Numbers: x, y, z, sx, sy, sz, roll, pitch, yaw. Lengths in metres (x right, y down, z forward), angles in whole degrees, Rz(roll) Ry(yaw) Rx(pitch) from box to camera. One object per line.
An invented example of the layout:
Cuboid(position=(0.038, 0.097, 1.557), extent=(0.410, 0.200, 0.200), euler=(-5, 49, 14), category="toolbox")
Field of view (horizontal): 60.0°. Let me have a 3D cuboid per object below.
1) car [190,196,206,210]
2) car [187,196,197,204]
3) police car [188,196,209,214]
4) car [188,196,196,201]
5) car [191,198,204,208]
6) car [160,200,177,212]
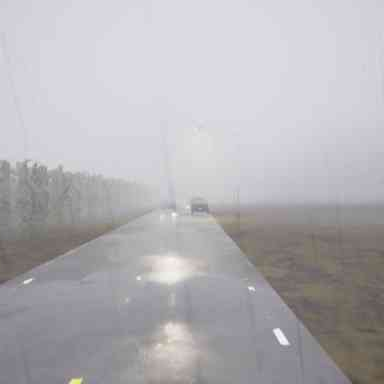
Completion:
Cuboid(position=(0.826, 1.443, 45.419), extent=(2.097, 1.767, 4.553), euler=(0, 0, 0), category="car")
Cuboid(position=(0.003, 1.650, 69.831), extent=(2.033, 1.411, 5.357), euler=(0, 0, 0), category="car")
Cuboid(position=(0.826, 1.477, 35.557), extent=(1.930, 1.638, 5.238), euler=(0, 0, 0), category="police car")
Cuboid(position=(0.003, 1.778, 90.516), extent=(1.994, 1.385, 4.181), euler=(0, 0, 0), category="car")
Cuboid(position=(0.827, 1.628, 51.448), extent=(1.837, 1.490, 4.892), euler=(0, 0, 0), category="car")
Cuboid(position=(-2.839, 1.672, 40.978), extent=(1.895, 1.301, 4.718), euler=(0, 0, 0), category="car")
